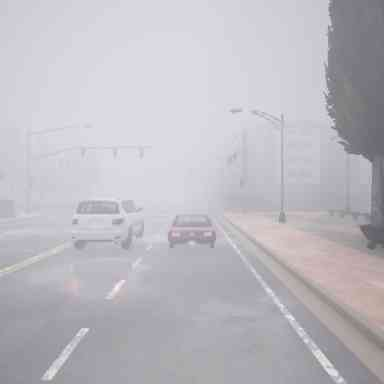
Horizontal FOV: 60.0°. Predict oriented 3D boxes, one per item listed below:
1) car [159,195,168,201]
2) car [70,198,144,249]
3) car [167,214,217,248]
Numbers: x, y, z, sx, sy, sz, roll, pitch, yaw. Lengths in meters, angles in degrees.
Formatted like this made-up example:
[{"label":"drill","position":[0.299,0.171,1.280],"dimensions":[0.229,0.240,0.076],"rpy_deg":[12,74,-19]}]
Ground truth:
[{"label":"car","position":[-7.000,1.449,81.275],"dimensions":[1.882,1.535,5.008],"rpy_deg":[0,0,0]},{"label":"car","position":[-3.500,1.257,14.680],"dimensions":[2.150,2.045,5.566],"rpy_deg":[0,0,0]},{"label":"car","position":[0.000,1.615,14.680],"dimensions":[1.895,1.301,4.718],"rpy_deg":[0,0,0]}]
